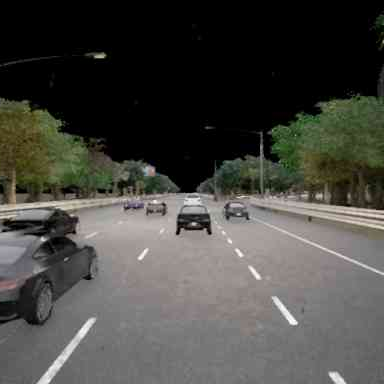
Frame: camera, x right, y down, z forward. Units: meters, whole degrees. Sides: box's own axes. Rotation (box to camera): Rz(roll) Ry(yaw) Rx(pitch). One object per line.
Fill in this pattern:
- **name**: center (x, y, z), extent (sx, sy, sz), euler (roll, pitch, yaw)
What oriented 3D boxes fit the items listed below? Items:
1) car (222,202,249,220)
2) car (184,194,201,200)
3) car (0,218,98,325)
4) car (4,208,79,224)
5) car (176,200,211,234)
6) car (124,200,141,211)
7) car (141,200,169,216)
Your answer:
- **car**: center (3.587, 1.533, 27.792), extent (1.812, 1.442, 4.674), euler (0, 0, 0)
- **car**: center (0.081, 1.234, 45.066), extent (2.150, 2.045, 5.566), euler (0, 0, 0)
- **car**: center (-3.405, 1.528, 6.957), extent (1.812, 1.442, 4.674), euler (0, 0, 0)
- **car**: center (-6.907, 1.482, 15.843), extent (1.882, 1.535, 5.008), euler (0, 0, 0)
- **car**: center (0.091, 1.483, 19.458), extent (1.882, 1.535, 5.008), euler (0, 0, 0)
- **car**: center (-6.918, 1.612, 40.308), extent (1.895, 1.301, 4.718), euler (0, 0, 0)
- **car**: center (-3.417, 1.501, 33.022), extent (2.128, 1.511, 4.902), euler (0, 0, 0)
